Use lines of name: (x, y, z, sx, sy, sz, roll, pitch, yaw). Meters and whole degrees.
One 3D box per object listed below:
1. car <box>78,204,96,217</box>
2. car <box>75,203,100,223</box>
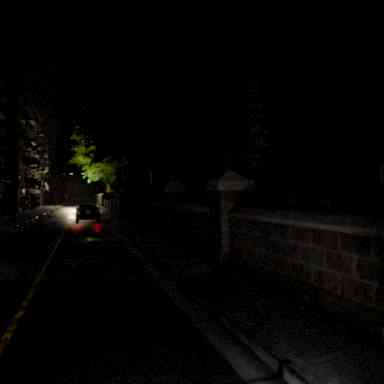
car: (-12.928, 2.189, 40.776, 1.994, 1.385, 4.181, -1, -1, -18)
car: (-9.650, 1.822, 30.799, 2.097, 1.767, 4.553, -1, -1, -18)
